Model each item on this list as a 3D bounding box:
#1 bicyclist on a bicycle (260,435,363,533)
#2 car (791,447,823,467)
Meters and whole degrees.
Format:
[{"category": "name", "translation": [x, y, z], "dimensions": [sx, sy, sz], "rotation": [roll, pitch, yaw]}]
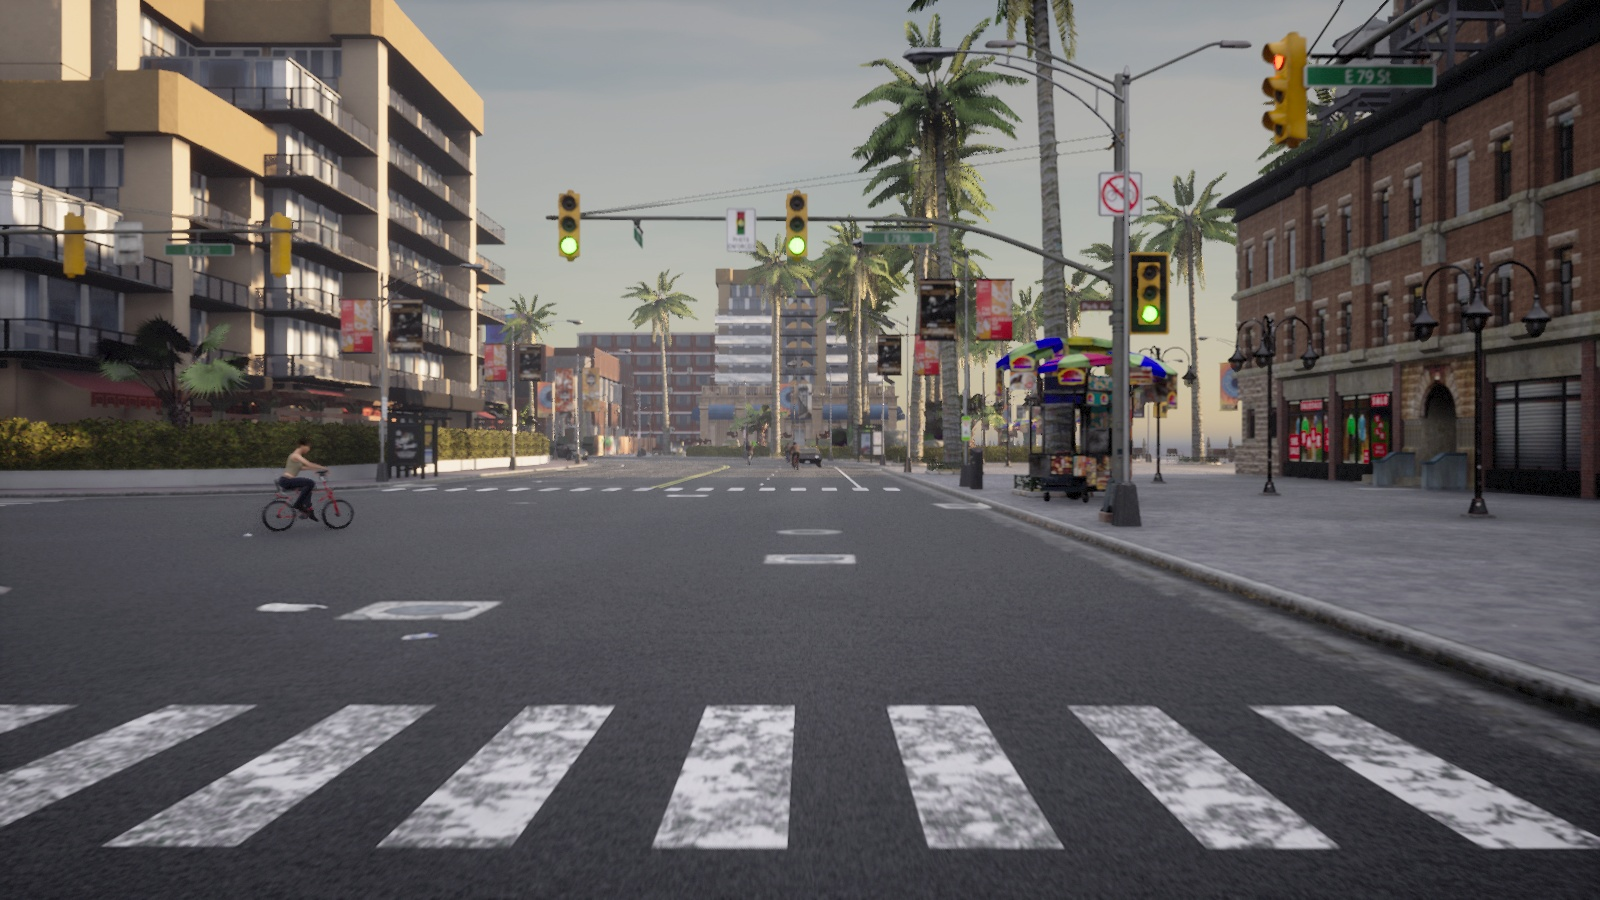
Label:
[{"category": "bicyclist on a bicycle", "translation": [-8.374, 0.570, 21.529], "dimensions": [1.509, 1.612, 0.866], "rotation": [0, -1, -31]}, {"category": "car", "translation": [0.414, 0.442, 81.894], "dimensions": [1.895, 1.301, 4.718], "rotation": [0, 0, -2]}]
